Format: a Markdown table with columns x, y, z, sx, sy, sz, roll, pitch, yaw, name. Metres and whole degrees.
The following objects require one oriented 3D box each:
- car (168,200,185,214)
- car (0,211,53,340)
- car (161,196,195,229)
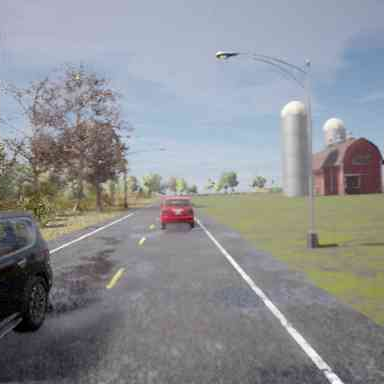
| x | y | z | sx | sy | sz | roll | pitch | yaw | name |
| --- | --- | --- | --- | --- | --- | --- | --- | --- | --- |
| -1.914 | 1.787 | 41.123 | 1.837 | 1.490 | 4.892 | -1 | 0 | -3 | car |
| -3.595 | 1.338 | 4.069 | 2.150 | 2.045 | 5.566 | -1 | 0 | -3 | car |
| -0.997 | 1.383 | 23.249 | 2.150 | 2.045 | 5.566 | -1 | 0 | -3 | car |
